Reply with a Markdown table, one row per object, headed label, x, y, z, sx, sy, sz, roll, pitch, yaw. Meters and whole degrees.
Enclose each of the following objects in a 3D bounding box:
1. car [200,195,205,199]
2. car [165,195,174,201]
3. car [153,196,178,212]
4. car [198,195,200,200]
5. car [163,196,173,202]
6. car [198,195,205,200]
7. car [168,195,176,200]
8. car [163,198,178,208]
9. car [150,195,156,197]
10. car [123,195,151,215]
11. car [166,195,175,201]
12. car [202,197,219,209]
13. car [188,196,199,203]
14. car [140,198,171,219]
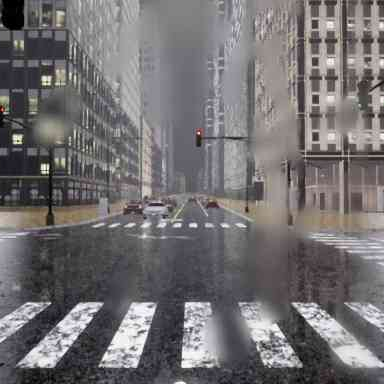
| label | x | y | z | sx | sy | sz | roll | pitch | yaw |
| --- | --- | --- | --- | --- | --- | --- | --- | --- | --- |
| car | 2.694 | 1.547 | 56.280 | 1.752 | 1.417 | 4.829 | 1 | 0 | 0 |
| car | -5.692 | 1.578 | 83.917 | 1.887 | 1.381 | 4.507 | 1 | 0 | 0 |
| car | -3.107 | 1.562 | 38.878 | 2.033 | 1.411 | 5.357 | 0 | 0 | 0 |
| car | 2.692 | 1.590 | 61.687 | 1.947 | 1.339 | 4.313 | 1 | 0 | 0 |
| car | -5.691 | 1.581 | 78.342 | 2.008 | 1.369 | 4.403 | 1 | 0 | 0 |
| car | 2.686 | 1.583 | 95.151 | 1.887 | 1.381 | 4.507 | 1 | 0 | 0 |
| car | -5.695 | 1.604 | 95.068 | 1.947 | 1.339 | 4.313 | 1 | 0 | 0 |
| car | -3.102 | 1.620 | 49.171 | 1.895 | 1.301 | 4.718 | 0 | 0 | 0 |
| car | -5.680 | 1.332 | 44.891 | 2.192 | 1.841 | 5.009 | 1 | 0 | 0 |
| car | -5.680 | 1.453 | 33.741 | 1.967 | 1.590 | 4.097 | 1 | 0 | 0 |
| car | -5.693 | 1.587 | 89.492 | 2.008 | 1.369 | 4.403 | 1 | 0 | 0 |
| car | 2.695 | 1.599 | 44.955 | 1.802 | 1.307 | 4.206 | 1 | 0 | 0 |
| car | 0.070 | 1.573 | 70.456 | 2.033 | 1.411 | 5.357 | 0 | 0 | 0 |
| car | -3.110 | 1.537 | 29.214 | 1.812 | 1.442 | 4.674 | 0 | 0 | 0 |
